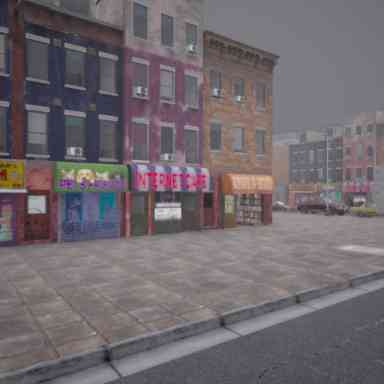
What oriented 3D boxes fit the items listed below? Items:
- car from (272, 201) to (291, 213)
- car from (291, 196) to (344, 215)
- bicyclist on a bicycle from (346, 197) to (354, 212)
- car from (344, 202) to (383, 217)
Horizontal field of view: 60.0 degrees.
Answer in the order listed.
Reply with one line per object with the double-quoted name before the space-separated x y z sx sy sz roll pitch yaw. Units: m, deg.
"car" 9.765 1.658 37.829 1.802 1.307 4.206 0 0 -35
"car" 12.930 1.377 33.390 2.192 1.841 5.009 0 0 -35
"bicyclist on a bicycle" 17.485 1.373 36.729 1.656 1.620 0.582 0 0 -35
"car" 16.194 1.573 28.813 1.752 1.417 4.829 0 0 -35
